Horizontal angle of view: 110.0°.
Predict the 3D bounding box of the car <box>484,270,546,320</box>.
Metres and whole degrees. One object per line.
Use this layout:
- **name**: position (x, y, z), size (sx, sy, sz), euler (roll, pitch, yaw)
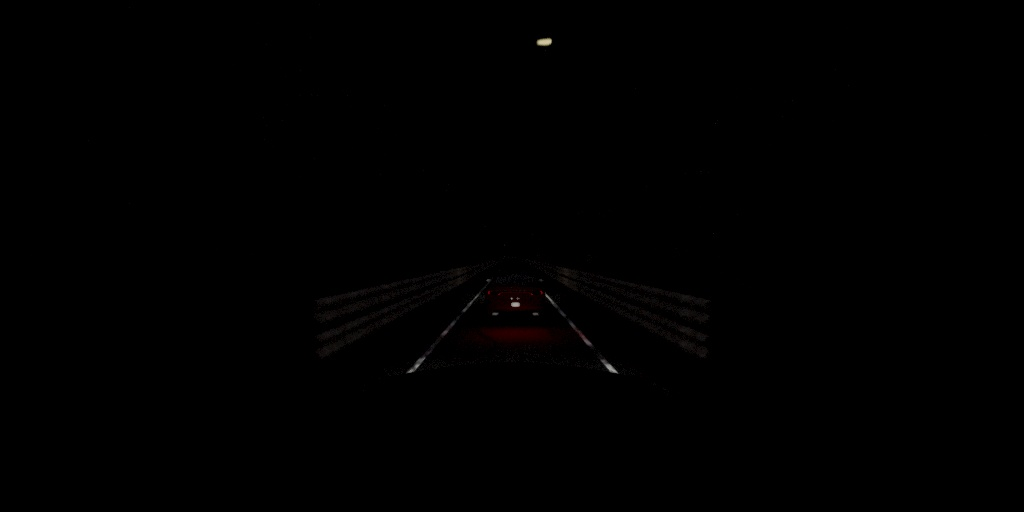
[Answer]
- **car**: position (0.101, 1.230, 12.677), size (1.882, 1.535, 5.008), euler (0, 0, 0)
